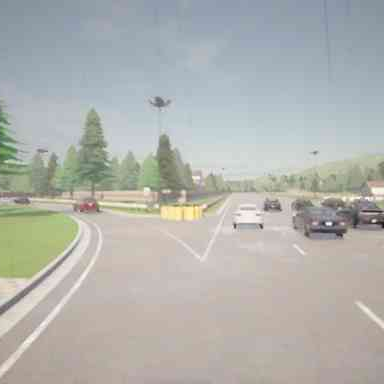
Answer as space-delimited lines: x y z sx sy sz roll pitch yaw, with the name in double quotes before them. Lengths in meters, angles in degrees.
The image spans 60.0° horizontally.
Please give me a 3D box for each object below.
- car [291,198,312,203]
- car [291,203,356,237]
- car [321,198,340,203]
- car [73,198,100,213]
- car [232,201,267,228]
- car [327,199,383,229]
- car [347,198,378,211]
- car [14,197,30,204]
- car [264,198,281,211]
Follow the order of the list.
"car" 12.918 1.444 39.183 1.837 1.490 4.892 0 0 7
"car" 6.642 1.516 17.846 2.033 1.411 5.357 0 0 7
"car" 16.394 1.427 38.777 1.837 1.490 4.892 0 0 7
"car" -12.059 1.412 37.820 2.097 1.767 4.553 0 0 -30
"car" 3.623 1.509 21.908 1.812 1.442 4.674 0 0 7
"car" 10.605 1.441 21.212 2.128 1.511 4.902 0 0 7
"car" 19.976 1.469 39.183 1.994 1.385 4.181 0 0 7
"car" -33.688 1.691 65.795 2.128 1.511 4.902 0 0 -42
"car" 9.439 1.447 39.564 2.128 1.511 4.902 0 0 7
